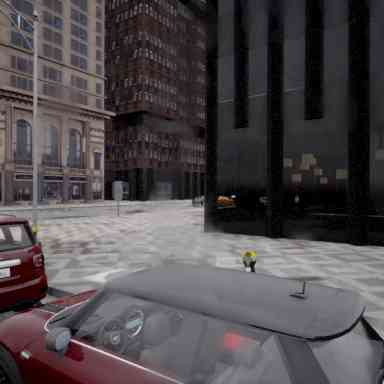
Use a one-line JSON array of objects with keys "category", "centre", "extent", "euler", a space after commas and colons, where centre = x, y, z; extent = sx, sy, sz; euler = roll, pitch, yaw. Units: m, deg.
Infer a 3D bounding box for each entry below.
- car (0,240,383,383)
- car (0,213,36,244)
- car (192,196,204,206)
[{"category": "car", "centre": [-0.259, 1.440, 3.144], "extent": [4.097, 1.590, 1.967], "euler": [0, 0, 35]}, {"category": "car", "centre": [-4.821, 1.314, 6.396], "extent": [5.009, 1.841, 2.192], "euler": [0, 0, 35]}, {"category": "car", "centre": [1.930, 1.374, 52.075], "extent": [2.128, 1.511, 4.902], "euler": [0, 0, 36]}]
